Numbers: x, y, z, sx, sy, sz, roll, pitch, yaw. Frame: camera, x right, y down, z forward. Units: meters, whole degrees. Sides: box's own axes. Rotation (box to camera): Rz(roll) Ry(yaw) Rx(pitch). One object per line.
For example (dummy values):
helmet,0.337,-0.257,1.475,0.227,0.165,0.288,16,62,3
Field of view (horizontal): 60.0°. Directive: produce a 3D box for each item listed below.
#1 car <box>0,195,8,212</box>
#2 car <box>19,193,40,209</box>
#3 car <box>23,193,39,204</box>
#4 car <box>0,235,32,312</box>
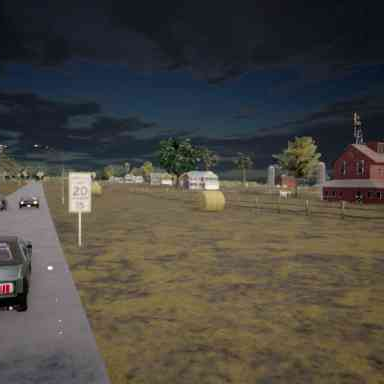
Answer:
car,-18.719,1.017,31.648,2.128,1.511,4.902,0,1,-24
car,-17.321,1.056,35.509,1.895,1.301,4.718,0,1,-24
car,-21.499,0.815,44.561,1.895,1.301,4.718,0,1,-24
car,-4.507,1.592,7.191,1.895,1.301,4.718,0,0,-24
